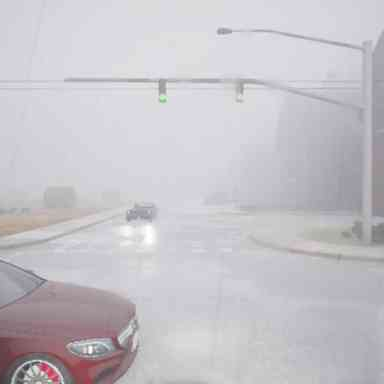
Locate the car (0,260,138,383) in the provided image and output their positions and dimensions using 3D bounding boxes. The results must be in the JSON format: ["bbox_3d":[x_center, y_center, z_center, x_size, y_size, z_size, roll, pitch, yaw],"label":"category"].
[{"bbox_3d":[-3.033,1.565,4.147,4.674,1.442,1.812,0,0,1],"label":"car"}]

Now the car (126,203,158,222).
[{"bbox_3d":[-3.669,1.477,25.023,1.895,1.301,4.718,0,0,0],"label":"car"}]

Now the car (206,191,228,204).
[{"bbox_3d":[3.972,0.895,53.633,1.905,1.878,3.866,-8,4,-42],"label":"car"}]
